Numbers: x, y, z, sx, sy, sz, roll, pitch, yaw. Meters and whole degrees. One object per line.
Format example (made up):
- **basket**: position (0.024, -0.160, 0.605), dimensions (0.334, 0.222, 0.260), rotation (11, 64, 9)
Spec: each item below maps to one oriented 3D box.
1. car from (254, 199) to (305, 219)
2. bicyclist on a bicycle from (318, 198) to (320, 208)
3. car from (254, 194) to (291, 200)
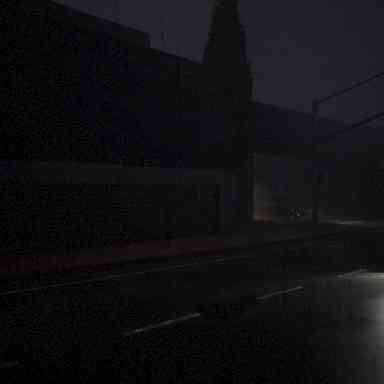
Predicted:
- **car**: position (7.651, 1.601, 29.751), dimensions (1.895, 1.301, 4.718), rotation (0, 0, -37)
- **bicyclist on a bicycle**: position (16.238, 1.303, 43.289), dimensions (1.656, 1.620, 0.582), rotation (0, 0, -37)
- **car**: position (8.713, 1.221, 34.182), dimensions (2.150, 2.045, 5.566), rotation (0, 0, -36)
